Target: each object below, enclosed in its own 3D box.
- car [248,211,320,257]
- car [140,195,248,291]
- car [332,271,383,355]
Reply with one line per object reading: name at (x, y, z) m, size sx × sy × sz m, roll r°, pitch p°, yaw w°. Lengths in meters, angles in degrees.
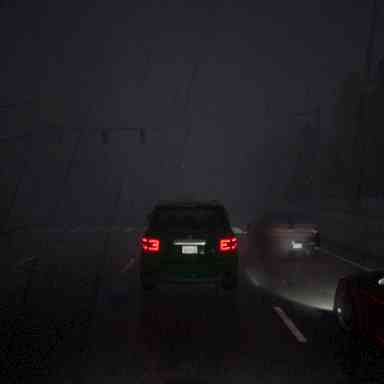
car at (3.336, 1.492, 12.951) m, size 2.128 × 1.511 × 4.902 m, roll 0°, pitch 0°, yaw 0°
car at (-0.098, 1.221, 9.194) m, size 2.150 × 2.045 × 5.566 m, roll 0°, pitch 0°, yaw -1°
car at (3.425, 1.564, 4.043) m, size 1.994 × 1.385 × 4.181 m, roll 0°, pitch 0°, yaw -1°
